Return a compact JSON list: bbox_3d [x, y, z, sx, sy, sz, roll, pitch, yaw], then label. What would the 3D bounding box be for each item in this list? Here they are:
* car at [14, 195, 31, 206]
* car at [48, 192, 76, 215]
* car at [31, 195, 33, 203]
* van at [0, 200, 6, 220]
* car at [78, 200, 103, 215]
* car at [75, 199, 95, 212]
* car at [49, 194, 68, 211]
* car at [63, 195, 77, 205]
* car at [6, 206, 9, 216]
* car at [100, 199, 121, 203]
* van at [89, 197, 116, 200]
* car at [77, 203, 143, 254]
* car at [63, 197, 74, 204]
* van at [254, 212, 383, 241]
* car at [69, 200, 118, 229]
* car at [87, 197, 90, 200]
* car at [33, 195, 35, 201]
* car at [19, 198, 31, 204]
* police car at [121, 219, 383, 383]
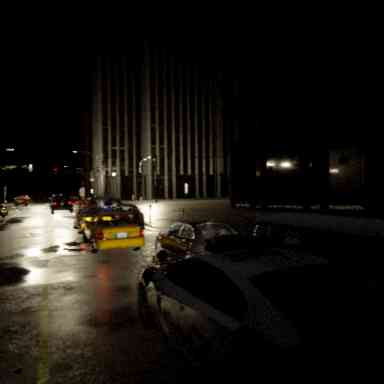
[{"bbox_3d":[-31.767,1.631,61.950,2.192,1.841,5.009,-1,0,-24],"label":"car"},{"bbox_3d":[-14.182,1.318,36.091,2.150,2.045,5.566,-1,0,-23],"label":"car"},{"bbox_3d":[-34.026,1.656,67.122,2.192,1.841,5.009,-1,0,-24],"label":"car"},{"bbox_3d":[-16.526,1.511,27.044,1.690,1.788,3.998,-1,0,-24],"label":"van"},{"bbox_3d":[-10.913,1.594,35.510,2.008,1.369,4.403,-1,0,-24],"label":"car"},{"bbox_3d":[-13.126,1.608,40.573,1.887,1.381,4.507,-1,0,-24],"label":"car"},{"bbox_3d":[-18.336,1.367,45.596,2.150,2.045,5.566,-1,0,-24],"label":"car"},{"bbox_3d":[-23.952,1.485,65.353,2.192,1.841,5.009,-1,0,-24],"label":"car"},{"bbox_3d":[-18.664,1.714,31.952,1.752,1.417,4.829,-1,0,-24],"label":"car"},{"bbox_3d":[-4.279,1.428,20.320,1.967,1.590,4.097,-1,0,-24],"label":"car"},{"bbox_3d":[-6.493,1.347,25.382,1.690,1.788,3.998,-1,0,-24],"label":"van"},{"bbox_3d":[-3.407,1.454,13.667,1.801,1.575,5.366,-1,0,-24],"label":"car"},{"bbox_3d":[-26.205,1.760,70.526,1.947,1.339,4.313,-1,0,-24],"label":"car"},{"bbox_3d":[2.356,1.275,5.130,1.690,1.788,3.998,-1,0,-24],"label":"van"},{"bbox_3d":[-5.808,1.473,19.166,1.801,1.575,5.366,-1,0,-24],"label":"car"},{"bbox_3d":[-8.706,1.339,30.446,2.192,1.841,5.009,-1,0,-24],"label":"car"},{"bbox_3d":[-40.795,1.989,82.638,1.947,1.339,4.313,-1,0,-24],"label":"car"},{"bbox_3d":[-36.278,1.932,72.294,1.947,1.339,4.313,-1,0,-24],"label":"car"},{"bbox_3d":[0.626,1.391,4.430,1.930,1.638,5.238,-1,0,-24],"label":"police car"}]
